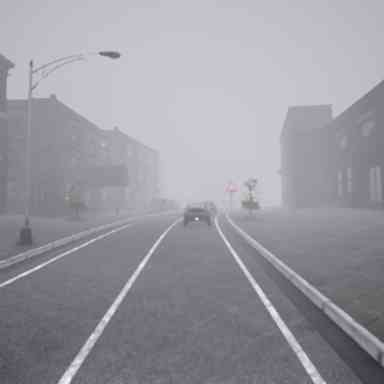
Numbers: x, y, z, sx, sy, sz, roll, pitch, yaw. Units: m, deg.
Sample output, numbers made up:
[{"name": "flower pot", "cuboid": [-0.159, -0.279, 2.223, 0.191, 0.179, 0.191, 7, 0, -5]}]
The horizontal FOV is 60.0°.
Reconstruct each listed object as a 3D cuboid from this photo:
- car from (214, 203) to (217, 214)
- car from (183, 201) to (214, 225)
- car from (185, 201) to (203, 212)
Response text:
[{"name": "car", "cuboid": [2.166, 1.922, 42.182, 2.033, 1.649, 4.856, -1, -2, 8]}, {"name": "car", "cuboid": [0.422, 1.539, 23.985, 1.837, 1.490, 4.892, 0, -1, 2]}, {"name": "car", "cuboid": [0.327, 2.224, 50.659, 1.882, 1.535, 5.008, -1, -2, 11]}]
